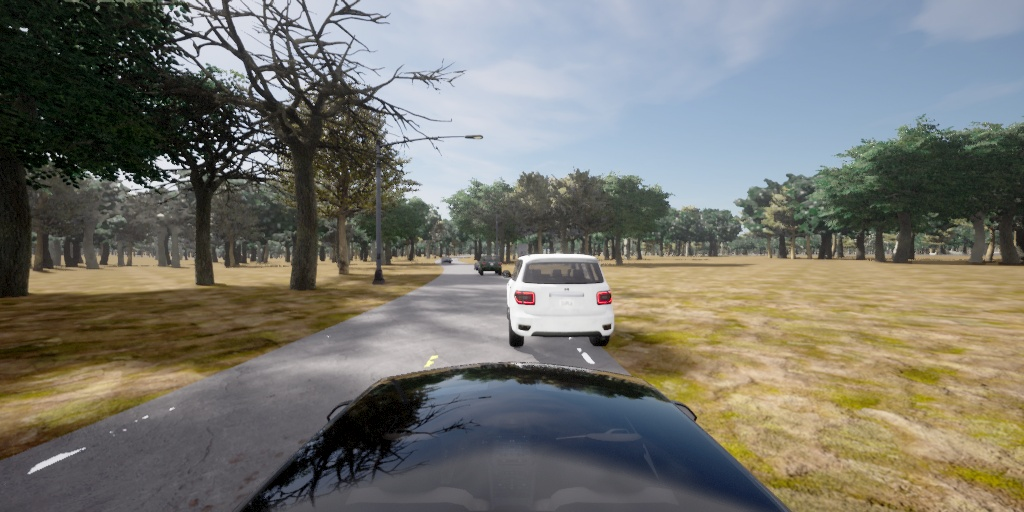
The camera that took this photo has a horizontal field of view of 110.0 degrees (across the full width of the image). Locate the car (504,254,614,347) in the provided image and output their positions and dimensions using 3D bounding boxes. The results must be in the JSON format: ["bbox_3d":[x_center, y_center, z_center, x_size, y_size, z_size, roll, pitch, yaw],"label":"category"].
[{"bbox_3d":[0.966,0.974,9.481,2.150,2.045,5.566,0,0,-2],"label":"car"}]

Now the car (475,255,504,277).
[{"bbox_3d":[-2.370,0.929,37.722,2.150,2.045,5.566,0,0,-9],"label":"car"}]
